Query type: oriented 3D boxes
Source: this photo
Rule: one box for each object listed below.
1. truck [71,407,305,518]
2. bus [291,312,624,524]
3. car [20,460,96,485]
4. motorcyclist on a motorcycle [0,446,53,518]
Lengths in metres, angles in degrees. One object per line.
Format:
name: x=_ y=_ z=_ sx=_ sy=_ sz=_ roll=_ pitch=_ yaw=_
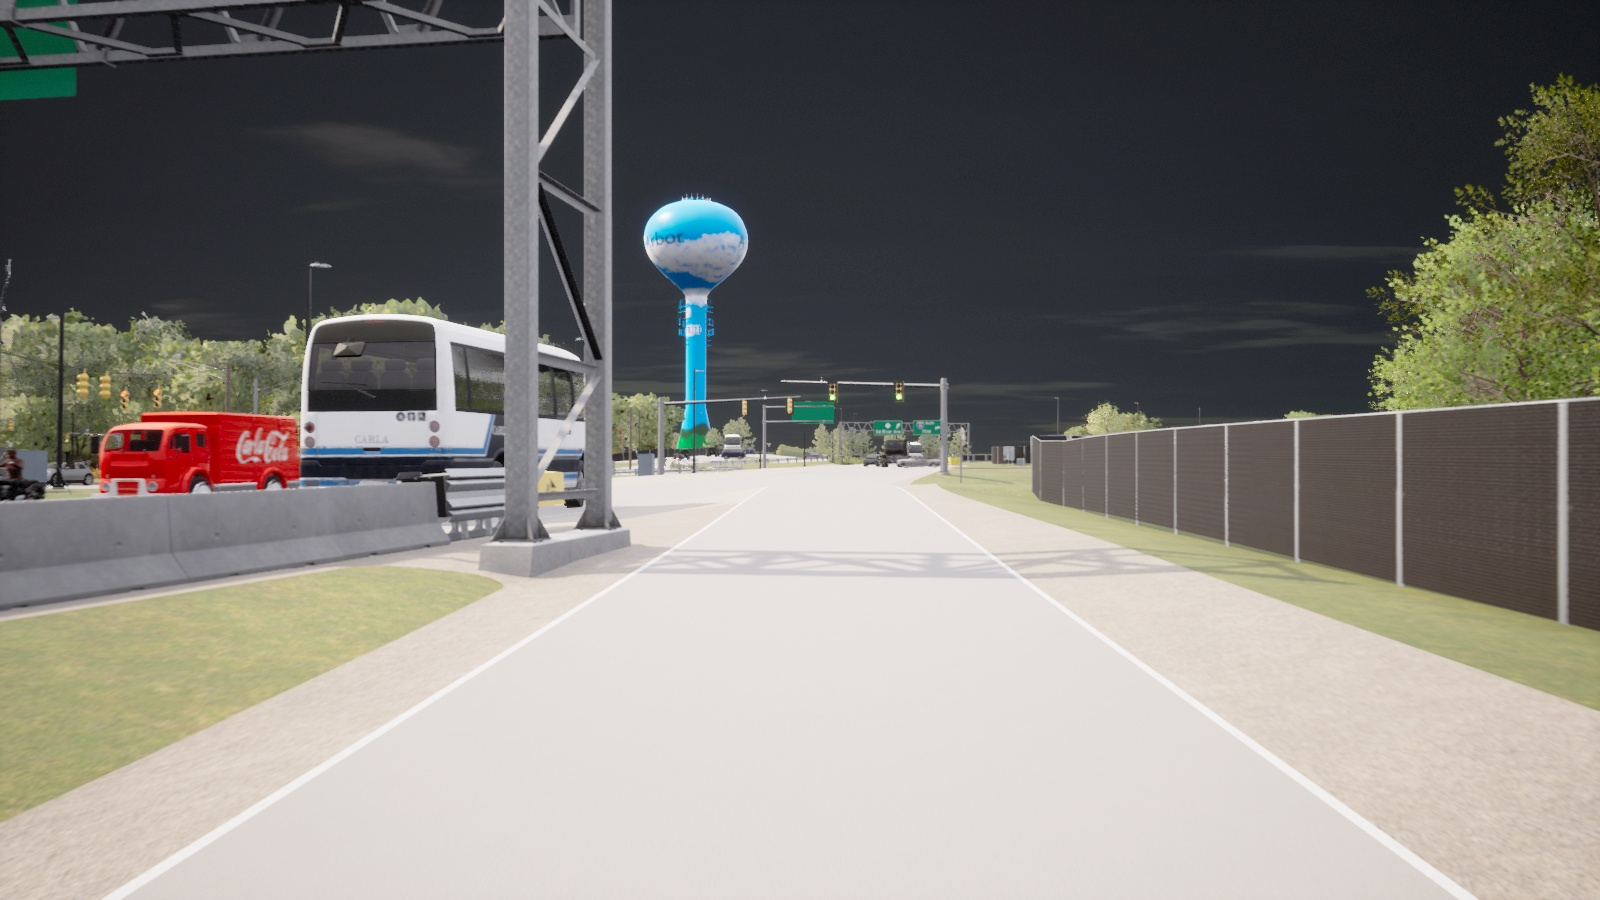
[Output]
truck: x=-14.740 y=0.290 z=30.700 sx=2.627 sy=2.467 sz=5.204 roll=0 pitch=0 yaw=9
bus: x=-7.686 y=-0.613 z=30.499 sx=3.944 sy=4.253 sz=10.273 roll=0 pitch=0 yaw=9
car: x=-46.050 y=1.385 z=78.029 sx=1.970 sy=1.475 sz=3.806 roll=0 pitch=-1 yaw=13
motorcyclist on a motorcycle: x=-18.533 y=0.727 z=29.125 sx=0.766 sy=1.649 sz=2.350 roll=0 pitch=0 yaw=9
